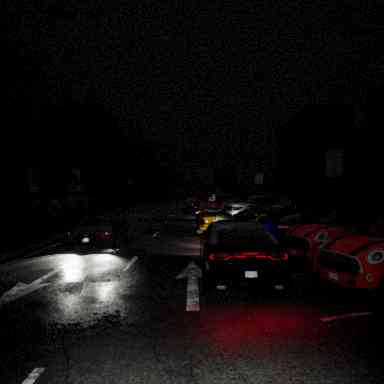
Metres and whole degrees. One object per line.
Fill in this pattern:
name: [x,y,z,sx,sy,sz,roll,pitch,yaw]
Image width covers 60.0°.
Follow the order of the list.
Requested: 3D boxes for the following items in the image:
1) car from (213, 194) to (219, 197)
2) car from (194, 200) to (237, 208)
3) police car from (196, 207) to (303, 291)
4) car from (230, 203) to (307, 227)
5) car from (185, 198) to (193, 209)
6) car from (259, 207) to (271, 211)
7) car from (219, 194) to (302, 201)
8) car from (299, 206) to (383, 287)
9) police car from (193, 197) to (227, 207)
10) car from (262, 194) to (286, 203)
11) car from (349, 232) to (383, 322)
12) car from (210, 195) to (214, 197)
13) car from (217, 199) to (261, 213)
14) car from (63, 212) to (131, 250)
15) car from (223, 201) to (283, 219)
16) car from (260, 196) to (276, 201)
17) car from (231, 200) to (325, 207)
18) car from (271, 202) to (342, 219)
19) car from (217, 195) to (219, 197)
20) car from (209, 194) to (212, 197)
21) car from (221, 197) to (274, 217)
car: [5.478,1.436,41.372,4.553,1.767,2.185,1,0,-20]
car: [1.207,1.471,19.250,1.801,1.575,5.366,0,0,0]
police car: [1.177,1.428,9.170,1.930,1.638,5.238,0,0,0]
car: [5.350,1.538,23.338,4.792,1.488,2.163,1,0,-20]
car: [0.100,1.574,47.140,1.882,1.535,5.008,0,0,1]
car: [5.339,1.534,14.345,4.674,1.452,2.002,1,0,-20]
car: [5.368,1.264,26.340,5.566,2.045,2.435,1,0,-20]
car: [5.355,1.363,8.348,4.553,1.767,2.185,1,0,-20]
police car: [1.227,1.453,25.170,1.930,1.638,5.238,0,0,0]
car: [18.467,1.445,75.390,2.435,2.045,5.566,0,0,-21]
car: [5.286,1.516,5.328,4.792,1.488,2.163,1,0,-20]
car: [5.444,1.572,44.375,5.008,1.535,2.097,1,0,-20]
car: [5.436,1.591,38.363,4.674,1.452,2.002,1,0,-20]
car: [-3.882,1.572,14.172,1.994,1.385,4.181,0,0,0]
car: [5.377,1.552,29.340,4.792,1.488,2.163,1,0,-20]
car: [21.086,1.794,92.446,2.163,1.488,4.792,0,-1,-21]
car: [5.192,1.497,20.281,5.366,1.575,1.946,1,0,-20]
car: [5.365,1.366,11.349,4.553,1.767,2.185,1,0,-20]
car: [5.394,1.415,35.356,4.553,1.767,2.185,1,0,-20]
car: [5.483,1.376,59.413,5.566,2.045,2.435,1,0,-20]
car: [5.383,1.405,32.354,4.553,1.767,2.185,1,0,-20]
